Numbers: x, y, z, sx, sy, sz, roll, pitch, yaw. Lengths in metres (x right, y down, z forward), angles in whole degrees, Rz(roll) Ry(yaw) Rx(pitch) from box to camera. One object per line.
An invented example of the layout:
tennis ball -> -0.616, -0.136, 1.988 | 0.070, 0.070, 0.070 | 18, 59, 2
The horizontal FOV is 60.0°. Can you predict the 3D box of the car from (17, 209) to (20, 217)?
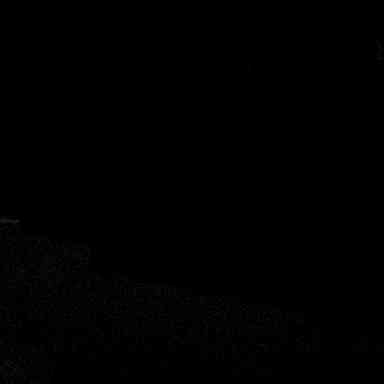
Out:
car -> -12.226, 1.509, 28.038 | 1.812, 1.442, 4.674 | 0, 0, 35
